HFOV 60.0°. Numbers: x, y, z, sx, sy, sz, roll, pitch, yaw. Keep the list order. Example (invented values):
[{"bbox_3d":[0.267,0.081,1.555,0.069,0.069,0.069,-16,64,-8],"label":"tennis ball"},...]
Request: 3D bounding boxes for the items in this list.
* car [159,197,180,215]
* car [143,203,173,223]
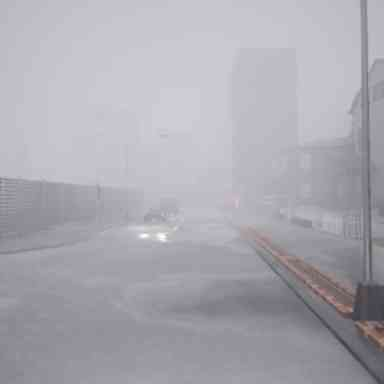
[{"bbox_3d":[-2.686,1.669,39.947,2.150,2.045,5.566,-1,-1,3],"label":"car"},{"bbox_3d":[-3.060,1.940,29.309,1.895,1.301,4.718,-1,-1,2],"label":"car"}]
